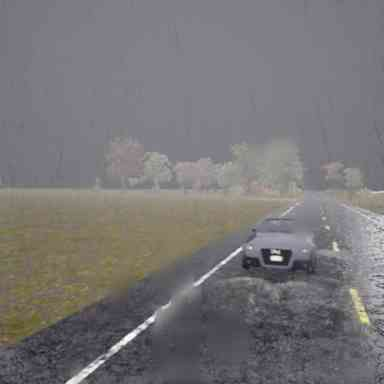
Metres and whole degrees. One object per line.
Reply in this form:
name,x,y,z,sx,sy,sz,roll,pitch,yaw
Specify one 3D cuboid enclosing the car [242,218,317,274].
car,2.872,1.539,10.516,1.994,1.385,4.181,0,0,20
